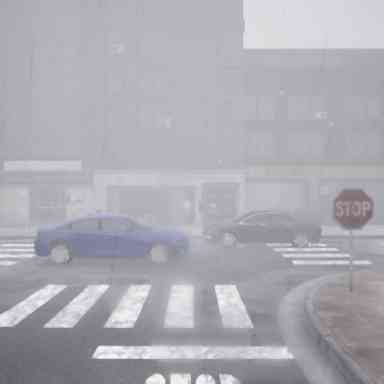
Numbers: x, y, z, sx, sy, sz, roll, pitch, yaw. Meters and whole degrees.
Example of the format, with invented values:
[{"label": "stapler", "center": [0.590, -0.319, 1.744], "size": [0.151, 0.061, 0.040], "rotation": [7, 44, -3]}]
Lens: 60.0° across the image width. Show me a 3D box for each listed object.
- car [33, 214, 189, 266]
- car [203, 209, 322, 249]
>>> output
[{"label": "car", "center": [-2.592, 1.495, 11.113], "size": [5.008, 1.535, 1.882], "rotation": [0, 0, 0]}, {"label": "car", "center": [2.902, 1.506, 14.045], "size": [4.892, 1.490, 1.837], "rotation": [0, 0, 0]}]
